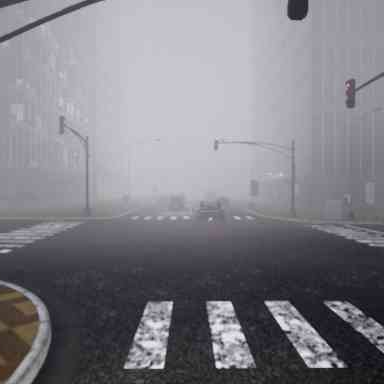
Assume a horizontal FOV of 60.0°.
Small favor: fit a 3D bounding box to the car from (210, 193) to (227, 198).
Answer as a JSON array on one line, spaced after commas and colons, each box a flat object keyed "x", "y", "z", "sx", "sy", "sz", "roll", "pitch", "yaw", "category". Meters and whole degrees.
[{"x": 3.785, "y": 1.202, "z": 42.655, "sx": 1.947, "sy": 1.339, "sz": 4.313, "roll": 0, "pitch": 1, "yaw": 0, "category": "car"}]

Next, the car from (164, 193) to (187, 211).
[{"x": -1.621, "y": 1.180, "z": 35.468, "sx": 1.882, "sy": 1.535, "sz": 5.008, "roll": 0, "pitch": 1, "yaw": 0, "category": "car"}]

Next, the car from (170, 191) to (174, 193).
[{"x": -4.311, "y": 0.993, "z": 64.703, "sx": 1.947, "sy": 1.339, "sz": 4.313, "roll": 0, "pitch": 1, "yaw": 0, "category": "car"}]

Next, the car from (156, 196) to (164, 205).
[{"x": -4.186, "y": 1.168, "z": 48.121, "sx": 1.802, "sy": 1.307, "sz": 4.206, "roll": 0, "pitch": 1, "yaw": 0, "category": "car"}]

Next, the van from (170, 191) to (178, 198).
[{"x": -4.437, "y": 0.605, "z": 81.282, "sx": 1.690, "sy": 1.788, "sz": 3.998, "roll": 0, "pitch": 1, "yaw": 0, "category": "van"}]

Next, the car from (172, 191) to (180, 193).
[{"x": -1.731, "y": 1.035, "z": 52.678, "sx": 2.128, "sy": 1.511, "sz": 4.902, "roll": 0, "pitch": 0, "yaw": 0, "category": "car"}]

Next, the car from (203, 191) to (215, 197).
[{"x": 3.569, "y": 0.742, "z": 64.760, "sx": 2.192, "sy": 1.841, "sz": 5.009, "roll": 0, "pitch": 1, "yaw": 0, "category": "car"}]

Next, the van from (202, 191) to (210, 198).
[{"x": 3.443, "y": 0.604, "z": 81.342, "sx": 1.690, "sy": 1.788, "sz": 3.998, "roll": 0, "pitch": 1, "yaw": 0, "category": "van"}]

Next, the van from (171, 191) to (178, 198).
[{"x": -4.478, "y": 0.550, "z": 86.810, "sx": 1.690, "sy": 1.788, "sz": 3.998, "roll": 0, "pitch": 1, "yaw": 0, "category": "van"}]

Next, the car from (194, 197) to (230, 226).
[{"x": 1.177, "y": 1.321, "z": 21.700, "sx": 2.128, "sy": 1.511, "sz": 4.902, "roll": 0, "pitch": 1, "yaw": 2, "category": "car"}]

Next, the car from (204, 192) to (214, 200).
[{"x": 3.527, "y": 0.812, "z": 70.289, "sx": 1.967, "sy": 1.590, "sz": 4.097, "roll": 0, "pitch": 1, "yaw": 0, "category": "car"}]
